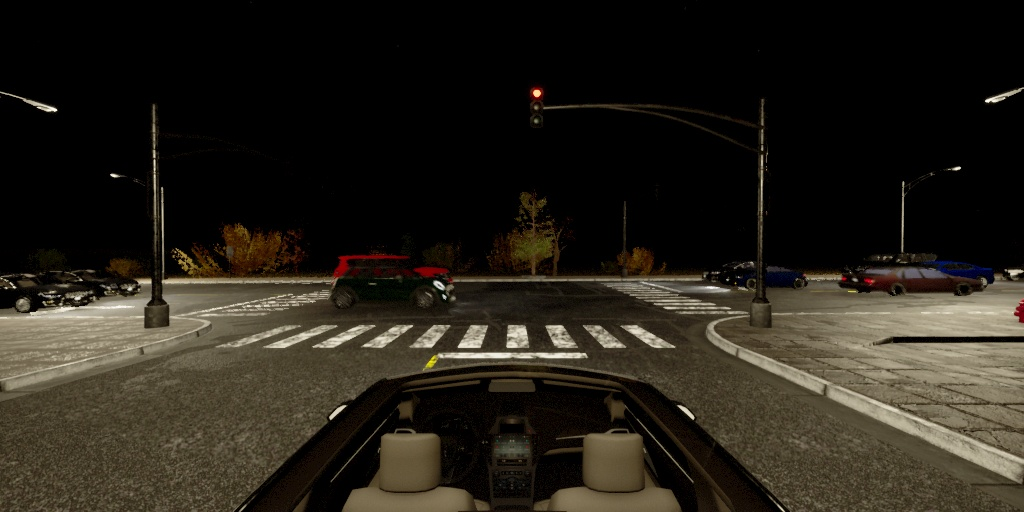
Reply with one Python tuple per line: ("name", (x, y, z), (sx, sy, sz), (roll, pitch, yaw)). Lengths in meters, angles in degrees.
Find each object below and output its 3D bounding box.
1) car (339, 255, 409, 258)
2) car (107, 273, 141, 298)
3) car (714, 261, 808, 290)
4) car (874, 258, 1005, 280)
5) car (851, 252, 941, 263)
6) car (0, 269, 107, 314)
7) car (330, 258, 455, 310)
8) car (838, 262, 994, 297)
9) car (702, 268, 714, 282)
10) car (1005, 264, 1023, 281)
("car", (-5.760, 0.968, 17.504), (5.566, 2.045, 2.150), (-1, 0, 0))
("car", (-21.187, 1.402, 17.611), (4.892, 1.490, 1.837), (-1, 1, 0))
("car", (14.497, 1.187, 20.775), (4.181, 1.385, 1.994), (0, 1, 0))
("car", (24.483, 1.040, 20.693), (5.008, 1.535, 1.882), (0, 1, 0))
("car", (25.405, 0.738, 23.932), (5.566, 2.045, 2.150), (0, 1, 1))
("car", (-19.784, 1.431, 14.351), (4.892, 1.490, 1.837), (0, 1, 0))
("car", (-4.598, 1.094, 14.237), (4.553, 1.767, 2.097), (0, 0, 0))
("car", (19.060, 1.187, 17.287), (5.357, 1.411, 2.033), (0, 1, 0))
("car", (15.379, 1.068, 24.017), (4.902, 1.511, 2.128), (0, 1, 0))
("car", (35.886, 0.946, 23.838), (4.902, 1.511, 2.128), (0, 1, 1))
